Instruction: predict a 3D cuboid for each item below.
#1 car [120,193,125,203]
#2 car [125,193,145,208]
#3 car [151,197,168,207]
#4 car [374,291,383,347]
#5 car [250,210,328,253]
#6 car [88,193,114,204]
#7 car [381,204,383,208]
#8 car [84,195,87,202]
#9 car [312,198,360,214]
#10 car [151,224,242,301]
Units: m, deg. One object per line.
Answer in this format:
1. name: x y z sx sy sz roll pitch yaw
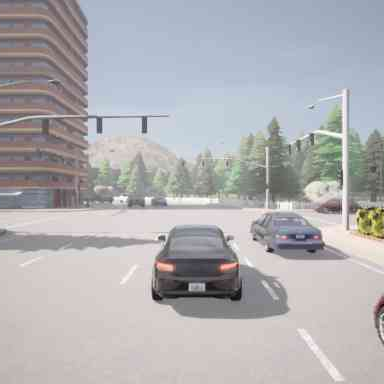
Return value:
1. car: -12.019 1.224 64.551 2.150 2.045 5.566 0 -1 -38
2. car: -8.182 1.222 48.779 2.150 2.045 5.566 0 0 -14
3. car: -5.025 1.504 50.675 1.837 1.490 4.892 0 0 -17
4. car: 3.594 1.526 2.985 1.812 1.442 4.674 0 0 0
5. car: 3.660 1.547 13.677 2.033 1.411 5.357 0 0 1
6. car: -17.600 1.224 65.609 5.566 2.045 2.150 -1 -1 45
7. car: 21.021 1.276 31.480 5.566 2.045 2.150 0 0 1
8. car: -23.322 1.524 74.291 4.902 1.511 2.128 0 0 31
9. car: 15.121 1.408 35.053 4.553 1.767 2.097 0 0 1
10. car: 0.104 1.526 8.208 1.812 1.442 4.674 0 0 0
